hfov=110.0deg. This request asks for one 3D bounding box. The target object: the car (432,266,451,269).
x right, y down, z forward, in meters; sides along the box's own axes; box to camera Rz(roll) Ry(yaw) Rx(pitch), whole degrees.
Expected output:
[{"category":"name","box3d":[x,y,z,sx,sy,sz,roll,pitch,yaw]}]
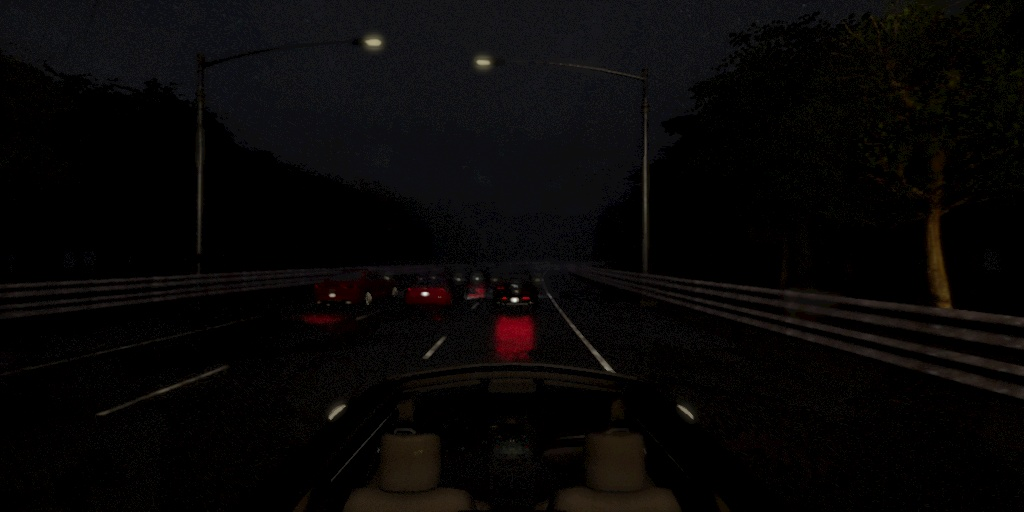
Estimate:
[{"category":"car","box3d":[-6.072,1.584,31.034,1.812,1.442,4.674,0,0,4]}]

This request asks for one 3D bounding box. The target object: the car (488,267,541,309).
[{"category":"car","box3d":[0.189,1.403,15.831,1.837,1.490,4.892,0,0,2]}]

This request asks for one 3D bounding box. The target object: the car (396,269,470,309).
[{"category":"car","box3d":[-3.309,1.460,15.936,1.994,1.385,4.181,0,-1,2]}]

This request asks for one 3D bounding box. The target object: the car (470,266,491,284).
[{"category":"car","box3d":[-2.587,1.562,30.722,1.837,1.490,4.892,0,0,4]}]

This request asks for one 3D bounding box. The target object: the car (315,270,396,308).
[{"category":"car","box3d":[-6.800,1.377,16.220,1.882,1.535,5.008,0,0,2]}]
